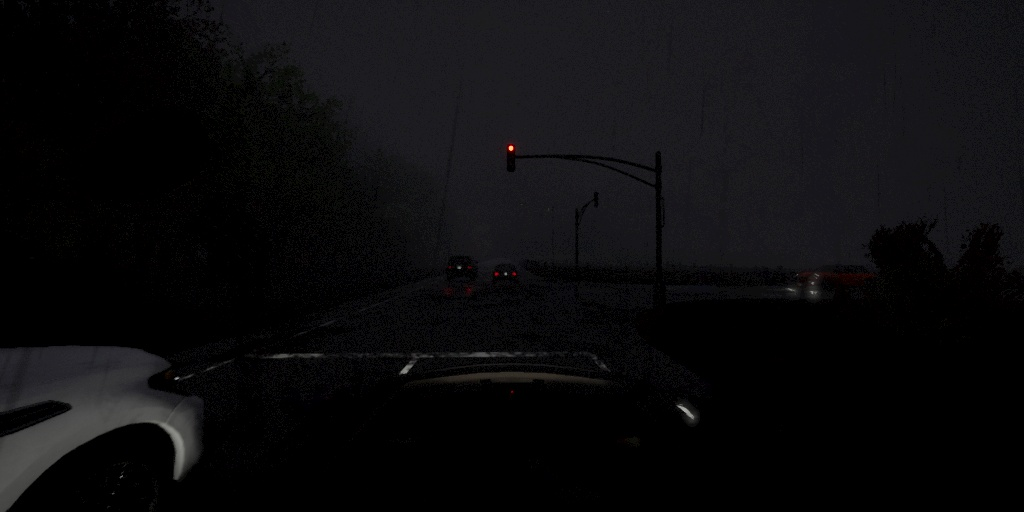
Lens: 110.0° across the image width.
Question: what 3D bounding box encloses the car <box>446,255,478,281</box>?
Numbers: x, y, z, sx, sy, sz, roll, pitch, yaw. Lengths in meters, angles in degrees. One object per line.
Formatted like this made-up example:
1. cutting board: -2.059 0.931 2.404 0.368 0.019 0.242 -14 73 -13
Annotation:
1. car: -4.064 0.974 29.851 2.150 2.045 5.566 0 0 -1

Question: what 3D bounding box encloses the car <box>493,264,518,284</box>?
1. car: -0.504 1.300 27.382 2.033 1.411 5.357 0 0 -1

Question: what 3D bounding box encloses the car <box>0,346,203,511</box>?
1. car: -3.367 0.971 0.296 2.150 2.045 5.566 0 0 -1

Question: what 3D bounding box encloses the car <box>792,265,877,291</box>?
1. car: 21.930 1.401 24.533 4.553 1.767 2.097 1 -1 -1
